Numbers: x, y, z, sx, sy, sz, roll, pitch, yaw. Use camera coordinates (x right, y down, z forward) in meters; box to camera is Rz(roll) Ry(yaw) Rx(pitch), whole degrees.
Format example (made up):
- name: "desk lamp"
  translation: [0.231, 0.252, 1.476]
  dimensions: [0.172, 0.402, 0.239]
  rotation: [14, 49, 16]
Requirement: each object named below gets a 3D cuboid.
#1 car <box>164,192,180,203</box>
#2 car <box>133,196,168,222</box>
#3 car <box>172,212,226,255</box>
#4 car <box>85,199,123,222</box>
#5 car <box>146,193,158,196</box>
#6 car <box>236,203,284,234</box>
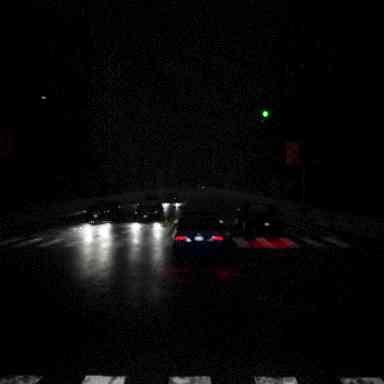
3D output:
- name: "car"
  translation: [-2.799, 0.787, 47.628]
  dimensions: [1.837, 1.490, 4.892]
  rotation: [0, 1, 1]
- name: "car"
  translation: [-3.073, 1.291, 24.368]
  dimensions: [1.812, 1.442, 4.674]
  rotation: [0, 1, 1]
- name: "car"
  translation: [0.251, 1.474, 12.871]
  dimensions: [2.033, 1.411, 5.357]
  rotation: [0, 1, 1]
- name: "car"
  translation: [-6.323, 1.266, 24.344]
  dimensions: [2.128, 1.511, 4.902]
  rotation: [0, 1, 1]
- name: "car"
  translation: [-6.024, 0.859, 49.165]
  dimensions: [1.895, 1.301, 4.718]
  rotation: [0, 1, 1]
- name: "car"
  translation: [3.560, 1.330, 18.107]
  dimensions: [1.882, 1.535, 5.008]
  rotation: [0, 1, 1]
